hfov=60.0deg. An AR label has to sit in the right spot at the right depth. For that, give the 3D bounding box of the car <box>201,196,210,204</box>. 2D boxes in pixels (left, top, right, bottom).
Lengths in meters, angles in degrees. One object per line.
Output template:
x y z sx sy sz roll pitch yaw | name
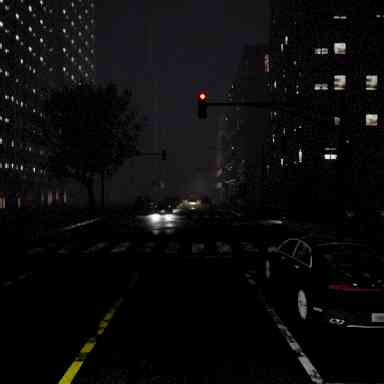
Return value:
2.682 1.578 67.084 1.752 1.417 4.829 0 0 0 | car

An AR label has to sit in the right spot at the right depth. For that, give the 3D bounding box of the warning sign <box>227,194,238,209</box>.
5.065 1.139 41.425 1.300 1.860 1.060 0 0 0 | warning sign

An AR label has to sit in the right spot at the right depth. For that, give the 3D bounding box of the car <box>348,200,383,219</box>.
13.423 1.350 26.319 4.403 1.369 2.008 -1 1 -1 | car

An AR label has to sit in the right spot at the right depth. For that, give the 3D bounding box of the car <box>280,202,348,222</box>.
8.563 1.444 24.108 4.181 1.385 1.994 -1 0 6 | car

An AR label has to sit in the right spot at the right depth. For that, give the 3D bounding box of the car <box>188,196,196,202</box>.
-0.008 1.668 78.905 1.895 1.301 4.718 0 0 0 | car

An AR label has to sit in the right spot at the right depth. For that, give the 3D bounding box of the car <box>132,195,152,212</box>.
-5.696 1.336 39.299 2.192 1.841 5.009 0 0 0 | car

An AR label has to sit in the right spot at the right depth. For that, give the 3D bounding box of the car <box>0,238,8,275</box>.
-5.692 1.545 6.911 1.887 1.381 4.507 0 0 0 | car

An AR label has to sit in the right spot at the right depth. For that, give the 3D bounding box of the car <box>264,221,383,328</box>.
2.688 1.551 6.912 2.008 1.369 4.403 0 0 0 | car

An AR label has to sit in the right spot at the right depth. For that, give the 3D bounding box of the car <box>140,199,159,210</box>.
-5.697 1.592 44.822 1.947 1.339 4.313 0 0 0 | car

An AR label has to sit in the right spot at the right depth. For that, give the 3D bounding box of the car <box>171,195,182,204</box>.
-3.041 1.403 66.138 2.097 1.767 4.553 0 0 0 | car

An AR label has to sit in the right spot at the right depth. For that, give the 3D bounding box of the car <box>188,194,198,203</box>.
0.091 1.656 68.903 1.895 1.301 4.718 0 0 0 | car

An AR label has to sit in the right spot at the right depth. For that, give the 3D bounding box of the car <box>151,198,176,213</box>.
-3.093 1.620 37.150 1.895 1.301 4.718 0 0 -1 | car

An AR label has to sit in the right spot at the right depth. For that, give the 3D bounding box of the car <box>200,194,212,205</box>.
2.683 1.611 61.391 1.947 1.339 4.313 0 0 0 | car

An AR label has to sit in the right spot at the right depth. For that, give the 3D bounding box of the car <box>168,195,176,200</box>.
-5.702 1.654 94.528 2.008 1.369 4.403 0 0 0 | car

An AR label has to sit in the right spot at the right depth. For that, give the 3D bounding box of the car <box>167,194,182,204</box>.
-3.091 1.563 55.441 1.812 1.442 4.674 0 0 0 | car

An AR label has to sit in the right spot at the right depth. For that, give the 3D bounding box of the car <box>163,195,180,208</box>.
-3.104 1.554 46.263 1.812 1.442 4.674 0 0 0 | car

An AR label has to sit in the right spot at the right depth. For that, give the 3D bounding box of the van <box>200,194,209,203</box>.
2.681 1.402 72.438 1.690 1.788 3.998 0 0 0 | van

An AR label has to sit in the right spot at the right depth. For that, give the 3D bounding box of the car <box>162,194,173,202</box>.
-5.700 1.386 77.959 2.192 1.841 5.009 0 0 0 | car
